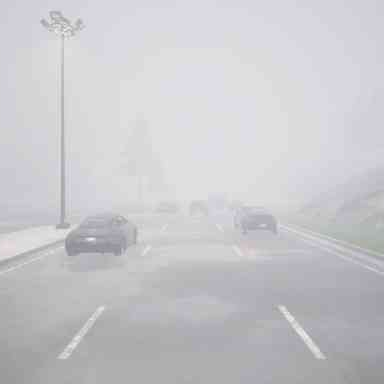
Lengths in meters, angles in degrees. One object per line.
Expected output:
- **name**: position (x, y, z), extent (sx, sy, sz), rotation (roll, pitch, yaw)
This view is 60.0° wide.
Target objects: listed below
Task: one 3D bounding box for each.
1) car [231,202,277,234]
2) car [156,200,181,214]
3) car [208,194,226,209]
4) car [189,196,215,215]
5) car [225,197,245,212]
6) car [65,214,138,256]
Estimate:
- **car**: position (3.601, 1.526, 19.190), extent (1.812, 1.442, 4.674), rotation (0, 0, 0)
- **car**: position (-2.446, 1.563, 35.491), extent (1.994, 1.385, 4.181), rotation (0, 0, 10)
- **car**: position (3.404, 1.221, 44.459), extent (2.150, 2.045, 5.566), rotation (0, 0, 16)
- **car**: position (0.922, 1.505, 34.279), extent (1.837, 1.490, 4.892), rotation (0, 0, 9)
- **car**: position (5.362, 1.526, 38.399), extent (1.812, 1.442, 4.674), rotation (0, 0, 14)
- **car**: position (-3.402, 1.564, 13.184), extent (1.994, 1.385, 4.181), rotation (0, 0, 0)
